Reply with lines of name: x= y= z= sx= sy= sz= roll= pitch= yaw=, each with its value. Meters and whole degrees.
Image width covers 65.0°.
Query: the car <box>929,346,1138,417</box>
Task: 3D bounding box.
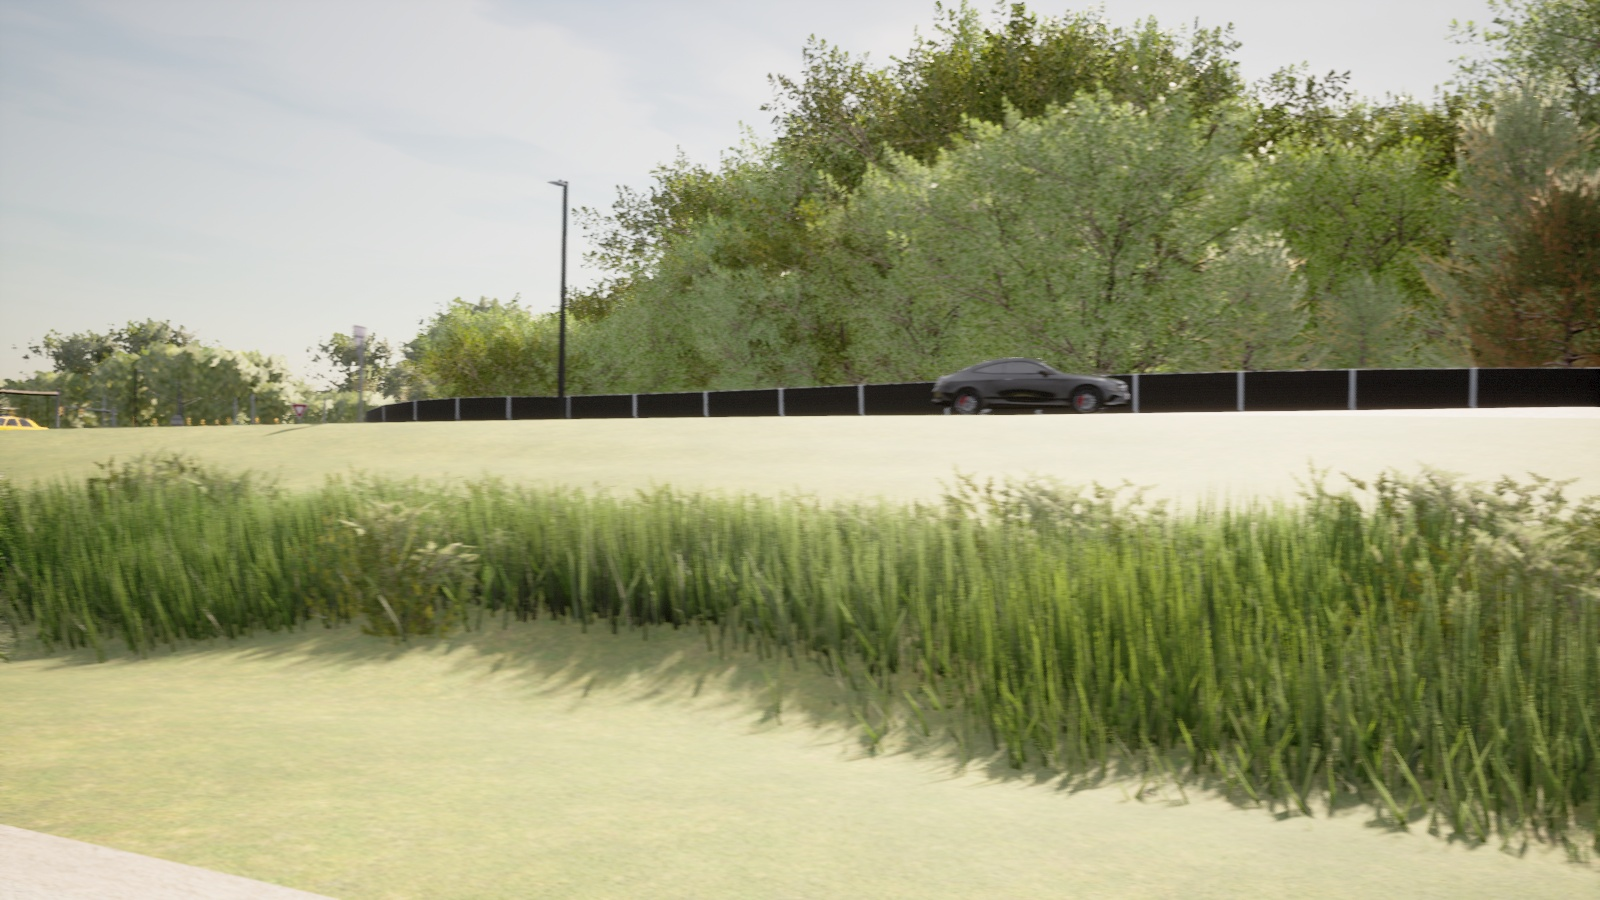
car: x=5.643 y=-1.615 z=30.384 sx=4.674 sy=1.442 sz=1.812 roll=-1 pitch=0 yaw=23

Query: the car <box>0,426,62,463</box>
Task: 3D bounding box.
car: x=-36.824 y=-0.249 z=58.240 sx=1.801 sy=1.575 sz=5.366 roll=-2 pitch=-1 yaw=3
